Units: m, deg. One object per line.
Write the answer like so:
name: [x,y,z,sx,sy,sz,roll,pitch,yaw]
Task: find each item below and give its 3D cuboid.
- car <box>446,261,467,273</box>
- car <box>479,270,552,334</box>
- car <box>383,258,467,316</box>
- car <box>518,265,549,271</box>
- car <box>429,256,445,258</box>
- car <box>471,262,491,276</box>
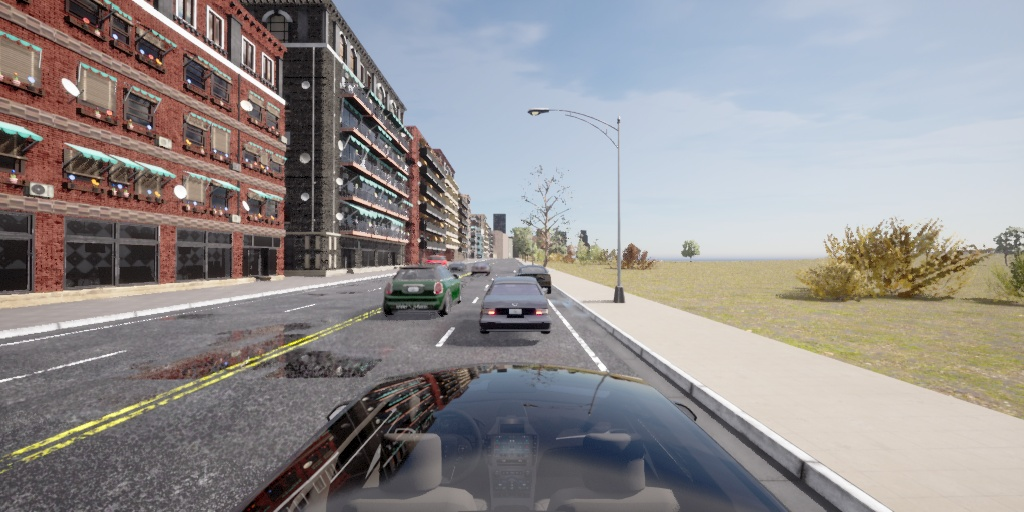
car: [-6.642,1.315,43.320,1.994,1.385,4.181,0,0,0]
car: [0.093,1.299,10.586,2.033,1.411,5.357,0,0,0]
car: [-3.164,1.104,13.584,2.097,1.767,4.553,0,0,0]
car: [1.118,1.230,20.350,1.882,1.535,5.008,0,0,0]
car: [-9.895,0.972,46.749,2.150,2.045,5.566,0,0,0]
car: [-3.185,1.299,37.780,2.033,1.411,5.357,0,0,0]
